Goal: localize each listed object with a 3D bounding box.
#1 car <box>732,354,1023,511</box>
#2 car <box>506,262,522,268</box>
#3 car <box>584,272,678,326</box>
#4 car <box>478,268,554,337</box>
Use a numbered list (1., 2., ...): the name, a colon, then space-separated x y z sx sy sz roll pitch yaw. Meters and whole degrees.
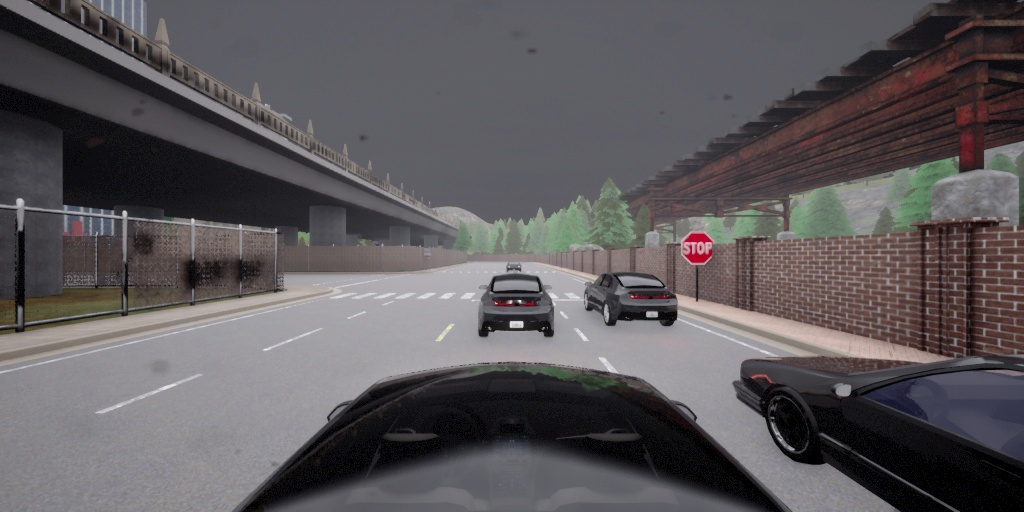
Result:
1. car: 3.600 1.297 1.883 2.033 1.411 5.357 0 0 0
2. car: 0.227 1.351 45.469 1.895 1.301 4.718 0 0 -1
3. car: 3.607 1.255 11.629 1.837 1.490 4.892 0 0 0
4. car: 0.104 1.255 10.273 1.837 1.490 4.892 0 0 0
